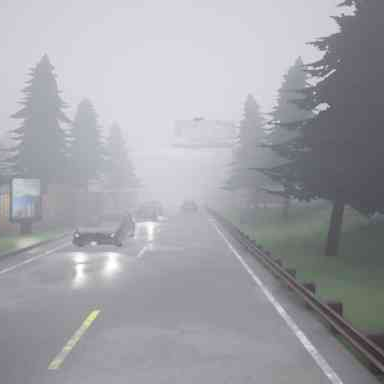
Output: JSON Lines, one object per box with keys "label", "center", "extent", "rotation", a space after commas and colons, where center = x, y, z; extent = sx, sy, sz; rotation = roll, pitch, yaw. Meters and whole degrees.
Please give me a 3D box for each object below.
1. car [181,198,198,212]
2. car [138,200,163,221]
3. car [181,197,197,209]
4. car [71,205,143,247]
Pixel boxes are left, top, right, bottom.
{"label": "car", "center": [-0.318, 1.613, 38.608], "extent": [1.994, 1.385, 4.181], "rotation": [0, 0, -1]}
{"label": "car", "center": [-3.794, 1.599, 27.291], "extent": [1.994, 1.385, 4.181], "rotation": [0, 0, -1]}
{"label": "car", "center": [-0.435, 1.553, 48.612], "extent": [2.128, 1.511, 4.902], "rotation": [0, 0, -1]}
{"label": "car", "center": [-3.757, 1.566, 15.283], "extent": [2.033, 1.411, 5.357], "rotation": [0, 0, -1]}
